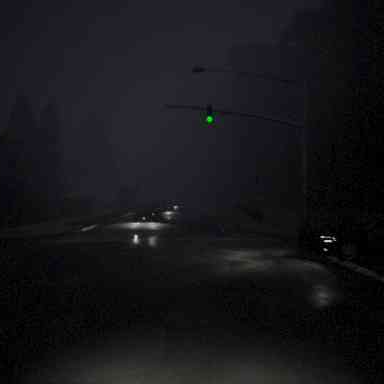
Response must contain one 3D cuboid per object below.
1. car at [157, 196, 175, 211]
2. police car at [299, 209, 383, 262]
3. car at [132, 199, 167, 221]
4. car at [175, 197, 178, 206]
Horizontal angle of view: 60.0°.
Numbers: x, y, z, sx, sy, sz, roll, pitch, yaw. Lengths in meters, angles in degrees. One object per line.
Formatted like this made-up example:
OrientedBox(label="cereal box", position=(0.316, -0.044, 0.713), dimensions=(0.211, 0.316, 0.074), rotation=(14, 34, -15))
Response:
OrientedBox(label="car", position=(-3.484, 1.346, 39.679), dimensions=(2.097, 1.767, 4.553), rotation=(0, 0, 0))
OrientedBox(label="police car", position=(6.499, 1.439, 11.707), dimensions=(5.238, 1.638, 1.930), rotation=(0, 0, -3))
OrientedBox(label="car", position=(-3.525, 1.543, 27.099), dimensions=(2.033, 1.411, 5.357), rotation=(0, 0, 0))
OrientedBox(label="car", position=(-3.356, 1.539, 55.892), dimensions=(1.837, 1.490, 4.892), rotation=(0, 0, 0))
